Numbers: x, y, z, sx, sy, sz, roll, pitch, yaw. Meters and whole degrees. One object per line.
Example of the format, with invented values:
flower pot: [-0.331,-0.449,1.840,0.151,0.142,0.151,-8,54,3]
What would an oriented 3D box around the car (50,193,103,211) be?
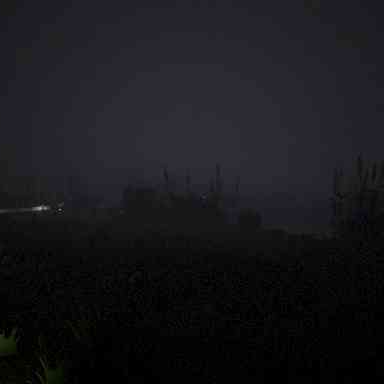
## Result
car: [-10.533,0.968,30.369,2.097,1.767,4.553,0,3,40]

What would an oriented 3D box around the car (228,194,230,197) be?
car: [4.494,0.916,41.316,1.895,1.301,4.718,0,-1,43]
